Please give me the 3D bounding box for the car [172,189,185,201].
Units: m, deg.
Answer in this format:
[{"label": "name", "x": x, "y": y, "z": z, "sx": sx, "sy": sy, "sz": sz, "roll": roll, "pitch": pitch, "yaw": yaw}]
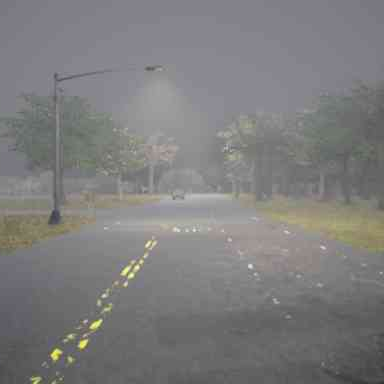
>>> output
[{"label": "car", "x": -2.428, "y": 0.540, "z": 60.679, "sx": 2.150, "sy": 2.045, "sz": 5.566, "roll": 0, "pitch": 2, "yaw": 2}]
